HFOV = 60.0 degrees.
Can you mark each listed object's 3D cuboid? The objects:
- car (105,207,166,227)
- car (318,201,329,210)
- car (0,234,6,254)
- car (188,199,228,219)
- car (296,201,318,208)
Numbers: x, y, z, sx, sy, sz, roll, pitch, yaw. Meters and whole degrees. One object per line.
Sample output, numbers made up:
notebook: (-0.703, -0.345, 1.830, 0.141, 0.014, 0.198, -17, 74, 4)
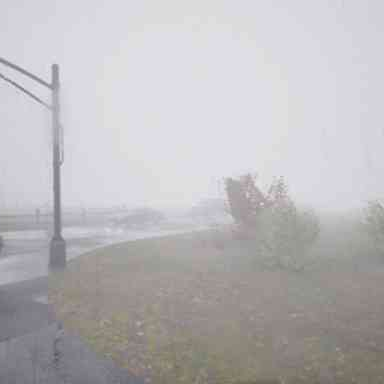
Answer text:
car: (-4.320, 1.930, 26.575, 2.033, 1.411, 5.357, -2, -2, 36)
car: (21.890, 2.262, 56.849, 1.812, 1.442, 4.674, -2, -2, 36)
car: (-7.486, 1.625, 9.945, 2.033, 1.411, 5.357, -1, 0, -10)
car: (1.895, 1.720, 35.216, 2.150, 2.045, 5.566, -2, -2, 36)
car: (16.547, 2.183, 49.421, 2.033, 1.411, 5.357, -2, -2, 36)
